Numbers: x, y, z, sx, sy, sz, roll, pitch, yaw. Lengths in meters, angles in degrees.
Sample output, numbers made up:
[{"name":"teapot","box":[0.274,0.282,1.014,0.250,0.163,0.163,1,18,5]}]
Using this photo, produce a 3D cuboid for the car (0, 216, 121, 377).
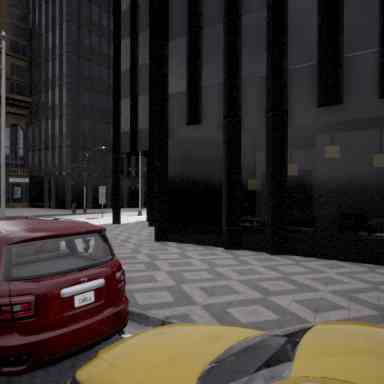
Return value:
[{"name":"car","box":[-3.182,1.315,5.223,5.009,1.841,2.192,0,0,35]}]

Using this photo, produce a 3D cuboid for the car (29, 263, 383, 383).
[{"name":"car","box":[1.099,1.525,2.175,4.829,1.417,1.752,0,0,35]}]
